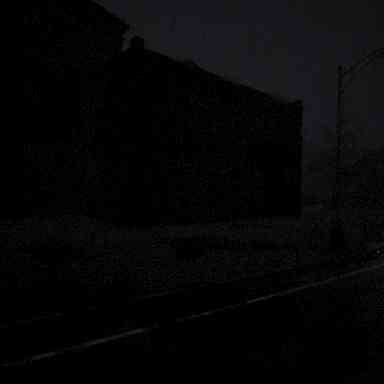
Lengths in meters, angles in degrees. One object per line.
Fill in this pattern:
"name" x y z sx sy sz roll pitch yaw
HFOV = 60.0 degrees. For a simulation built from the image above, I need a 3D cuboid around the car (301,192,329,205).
"car" 21.180 1.145 57.673 2.150 2.045 5.566 2 1 -21
